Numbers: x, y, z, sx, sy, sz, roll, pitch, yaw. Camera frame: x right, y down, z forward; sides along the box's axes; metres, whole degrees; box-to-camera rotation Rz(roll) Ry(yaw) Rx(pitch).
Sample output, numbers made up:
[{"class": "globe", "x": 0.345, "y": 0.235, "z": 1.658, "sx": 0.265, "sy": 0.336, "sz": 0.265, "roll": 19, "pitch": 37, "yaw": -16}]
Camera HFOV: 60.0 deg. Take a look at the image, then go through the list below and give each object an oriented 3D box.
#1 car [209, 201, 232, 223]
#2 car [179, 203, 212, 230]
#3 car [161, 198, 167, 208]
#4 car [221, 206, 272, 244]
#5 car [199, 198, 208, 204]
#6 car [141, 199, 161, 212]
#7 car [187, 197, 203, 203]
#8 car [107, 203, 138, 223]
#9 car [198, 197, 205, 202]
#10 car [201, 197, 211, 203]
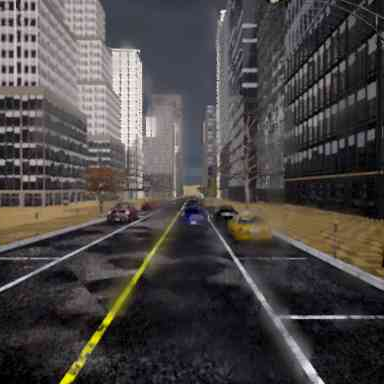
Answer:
[{"class": "car", "x": 2.675, "y": 1.732, "z": 27.472, "sx": 1.947, "sy": 1.339, "sz": 4.313, "roll": -1, "pitch": 0, "yaw": 0}, {"class": "car", "x": 0.097, "y": 1.658, "z": 21.932, "sx": 1.812, "sy": 1.442, "sz": 4.674, "roll": 0, "pitch": 0, "yaw": 0}, {"class": "car", "x": -5.709, "y": 1.931, "z": 55.595, "sx": 1.802, "sy": 1.307, "sz": 4.206, "roll": -1, "pitch": 0, "yaw": 0}, {"class": "car", "x": 2.676, "y": 1.623, "z": 16.394, "sx": 1.752, "sy": 1.417, "sz": 4.829, "roll": -1, "pitch": 0, "yaw": 0}, {"class": "car", "x": 2.669, "y": 2.082, "z": 78.096, "sx": 1.802, "sy": 1.307, "sz": 4.206, "roll": -1, "pitch": 0, "yaw": 0}, {"class": "car", "x": -5.708, "y": 1.820, "z": 44.346, "sx": 1.887, "sy": 1.381, "sz": 4.507, "roll": -1, "pitch": 0, "yaw": 0}, {"class": "car", "x": 0.095, "y": 1.773, "z": 43.431, "sx": 1.837, "sy": 1.490, "sz": 4.892, "roll": 0, "pitch": 0, "yaw": 0}, {"class": "car", "x": -5.708, "y": 1.608, "z": 27.472, "sx": 1.967, "sy": 1.590, "sz": 4.097, "roll": -1, "pitch": 0, "yaw": 0}, {"class": "car", "x": 2.665, "y": 2.169, "z": 94.971, "sx": 2.008, "sy": 1.369, "sz": 4.403, "roll": -1, "pitch": 0, "yaw": 0}, {"class": "car", "x": 2.670, "y": 1.874, "z": 55.766, "sx": 1.752, "sy": 1.417, "sz": 4.829, "roll": -1, "pitch": 0, "yaw": 0}]
